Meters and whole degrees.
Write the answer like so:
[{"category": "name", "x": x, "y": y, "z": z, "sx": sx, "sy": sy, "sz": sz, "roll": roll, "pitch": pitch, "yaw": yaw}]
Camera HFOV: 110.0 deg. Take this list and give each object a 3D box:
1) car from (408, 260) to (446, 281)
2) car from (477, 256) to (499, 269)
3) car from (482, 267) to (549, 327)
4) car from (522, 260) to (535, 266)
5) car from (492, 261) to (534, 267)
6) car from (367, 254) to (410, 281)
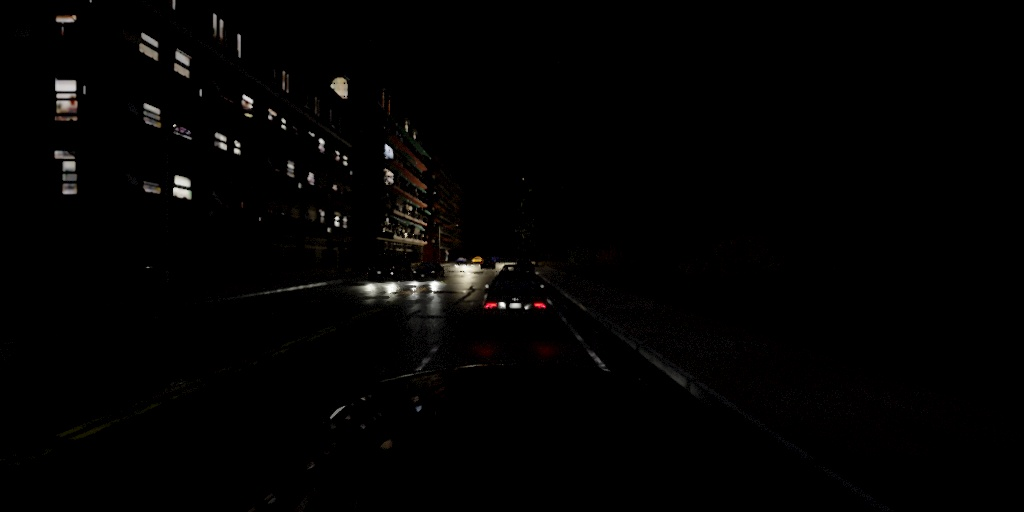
[{"category": "car", "x": -6.647, "y": 1.170, "z": 28.986, "sx": 1.812, "sy": 1.442, "sz": 4.674, "roll": 0, "pitch": 0, "yaw": 0}, {"category": "car", "x": -3.333, "y": 1.122, "z": 50.307, "sx": 1.994, "sy": 1.385, "sz": 4.181, "roll": 0, "pitch": 0, "yaw": 0}, {"category": "car", "x": 0.084, "y": 1.260, "z": 11.341, "sx": 2.033, "sy": 1.411, "sz": 5.357, "roll": 0, "pitch": 0, "yaw": 0}, {"category": "car", "x": 1.081, "y": 1.134, "z": 32.870, "sx": 1.837, "sy": 1.490, "sz": 4.892, "roll": 0, "pitch": 0, "yaw": 0}, {"category": "car", "x": 0.064, "y": 1.218, "z": 22.263, "sx": 2.033, "sy": 1.411, "sz": 5.357, "roll": 0, "pitch": 0, "yaw": 0}, {"category": "car", "x": -9.897, "y": 0.864, "z": 29.429, "sx": 2.150, "sy": 2.045, "sz": 5.566, "roll": 0, "pitch": 0, "yaw": 0}]
